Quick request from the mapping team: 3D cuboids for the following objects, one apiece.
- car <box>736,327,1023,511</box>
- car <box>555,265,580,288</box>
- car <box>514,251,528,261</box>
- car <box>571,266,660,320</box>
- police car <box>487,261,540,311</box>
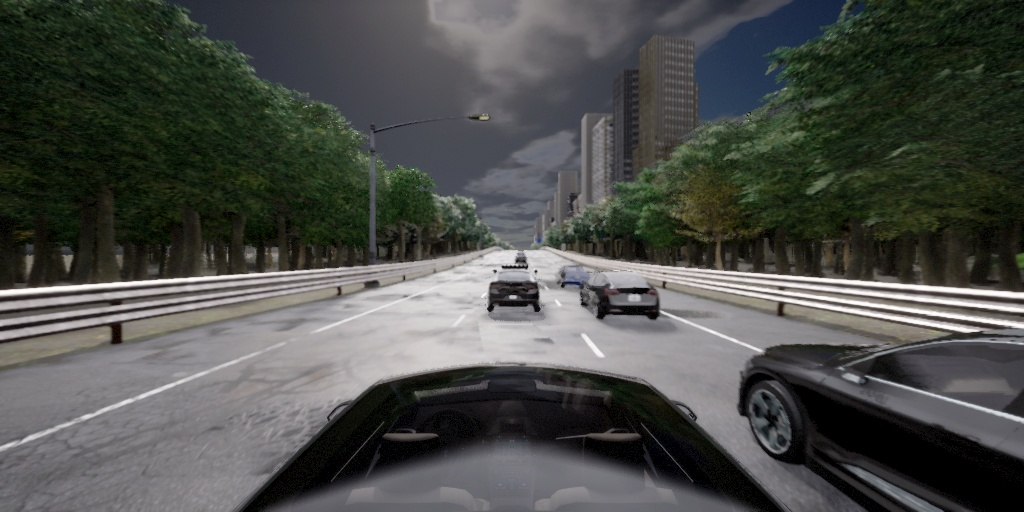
[{"bbox_3d":[3.490,1.190,2.056,2.033,1.649,4.856,0,0,0],"label":"car"},{"bbox_3d":[3.949,1.297,23.831,2.033,1.411,5.357,0,0,2],"label":"car"},{"bbox_3d":[1.413,0.449,56.914,1.837,1.490,4.892,0,3,2],"label":"car"},{"bbox_3d":[3.657,1.278,12.871,2.163,1.488,4.792,0,0,2],"label":"car"},{"bbox_3d":[0.123,1.192,14.760,1.930,1.638,5.238,0,0,2],"label":"police car"}]
